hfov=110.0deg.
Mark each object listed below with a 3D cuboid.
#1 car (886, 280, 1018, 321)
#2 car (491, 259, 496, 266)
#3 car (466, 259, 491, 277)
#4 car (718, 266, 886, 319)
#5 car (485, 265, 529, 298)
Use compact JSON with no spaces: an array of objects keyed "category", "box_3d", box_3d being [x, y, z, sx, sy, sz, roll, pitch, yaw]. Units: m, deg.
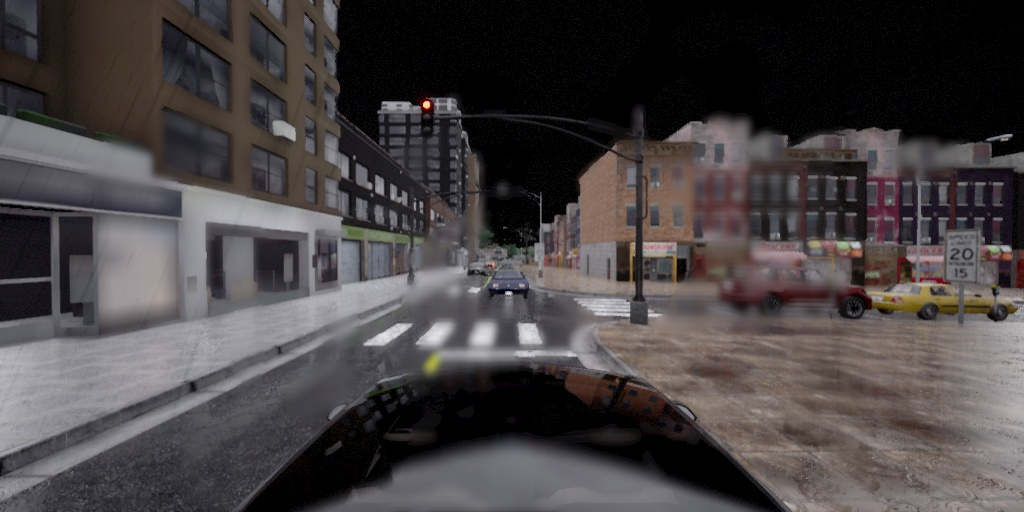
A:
[{"category":"car","box_3d":[16.304,1.630,13.791,4.829,1.417,1.751,0,0,-1]},{"category":"car","box_3d":[-3.819,1.336,60.115,2.097,1.767,4.553,0,-1,-1]},{"category":"car","box_3d":[-3.461,1.292,36.267,1.837,1.490,4.892,0,0,-1]},{"category":"car","box_3d":[10.589,1.317,13.700,5.009,1.841,2.192,0,0,-1]},{"category":"car","box_3d":[-0.185,1.358,18.504,1.895,1.301,4.718,0,1,-1]}]
